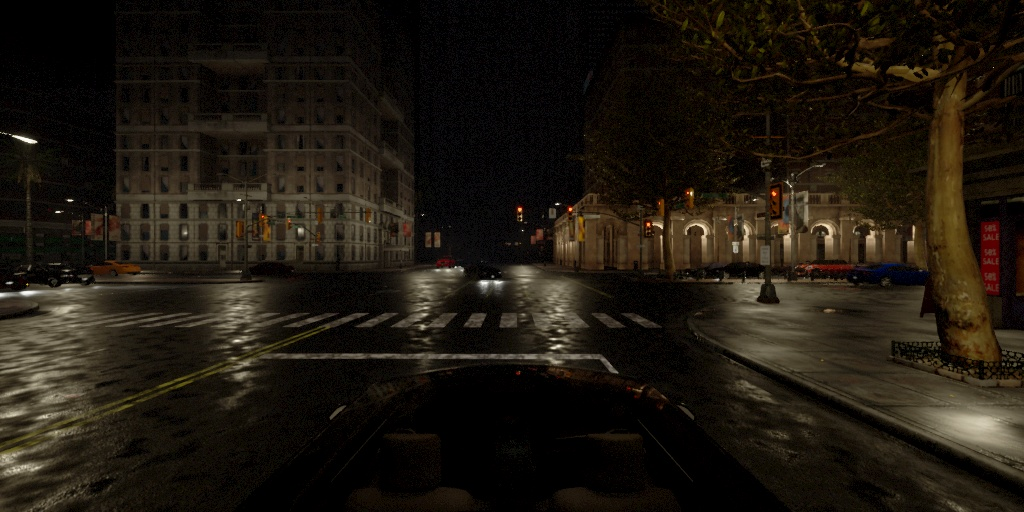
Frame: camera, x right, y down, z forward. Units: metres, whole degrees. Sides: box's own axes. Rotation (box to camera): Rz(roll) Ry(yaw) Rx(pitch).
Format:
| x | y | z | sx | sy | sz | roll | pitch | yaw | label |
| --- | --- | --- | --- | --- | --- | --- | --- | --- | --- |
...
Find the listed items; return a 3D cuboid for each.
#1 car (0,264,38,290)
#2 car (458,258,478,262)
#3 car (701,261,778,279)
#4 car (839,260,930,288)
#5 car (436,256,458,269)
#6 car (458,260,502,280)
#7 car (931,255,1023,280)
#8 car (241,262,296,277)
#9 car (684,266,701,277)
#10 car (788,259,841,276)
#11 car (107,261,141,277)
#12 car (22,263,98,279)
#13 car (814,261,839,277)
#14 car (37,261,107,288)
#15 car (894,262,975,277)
| x | y | z | sx | sy | sz | roll | pitch | yaw | label |
| --- | --- | --- | --- | --- | --- | --- | --- | --- | --- |
| -29.798 | 1.314 | 19.875 | 4.181 | 1.385 | 1.994 | 0 | 0 | 1 | car |
| -6.952 | 1.275 | 57.228 | 1.812 | 1.442 | 4.674 | 0 | 0 | 0 | car |
| 19.698 | 1.228 | 31.163 | 5.008 | 1.535 | 1.882 | 0 | 0 | 0 | car |
| 24.410 | 1.227 | 22.916 | 5.008 | 1.535 | 1.882 | 0 | 0 | 0 | car |
| -10.454 | 0.972 | 56.822 | 2.150 | 2.045 | 5.566 | 0 | 0 | 0 | car |
| -2.688 | 1.297 | 31.361 | 2.033 | 1.411 | 5.357 | 0 | 0 | -26 | car |
| 40.273 | 0.971 | 30.980 | 5.566 | 2.045 | 2.150 | 0 | 0 | 1 | car |
| -23.737 | 1.276 | 35.006 | 4.674 | 1.442 | 1.812 | 0 | 0 | -2 | car |
| 19.642 | 1.297 | 34.664 | 5.357 | 1.411 | 2.033 | 0 | 0 | 1 | car |
| 29.931 | 1.102 | 34.577 | 4.553 | 1.767 | 2.097 | 0 | 0 | 0 | car |
| -39.483 | 1.228 | 35.129 | 5.008 | 1.535 | 1.882 | 0 | 0 | 0 | car |
| -39.790 | 1.314 | 31.648 | 4.181 | 1.385 | 1.994 | 0 | 0 | 0 | car |
| 29.575 | 1.351 | 31.082 | 4.718 | 1.301 | 1.895 | 0 | 0 | 1 | car |
| -30.240 | 1.241 | 23.386 | 4.902 | 1.511 | 2.128 | 0 | 0 | 1 | car |
| 40.491 | 1.297 | 34.482 | 5.357 | 1.411 | 2.033 | 0 | 0 | 1 | car |
